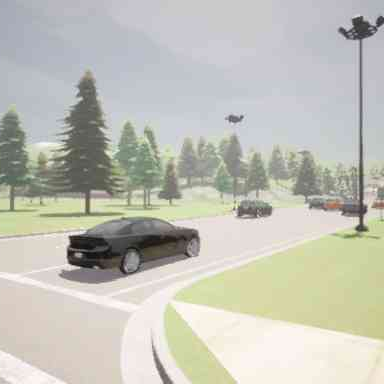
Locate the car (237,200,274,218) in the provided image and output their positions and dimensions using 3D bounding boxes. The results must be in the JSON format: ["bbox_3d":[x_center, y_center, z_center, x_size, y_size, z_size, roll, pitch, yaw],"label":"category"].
[{"bbox_3d":[6.239,1.530,32.463,2.097,1.767,4.553,0,0,37],"label":"car"}]

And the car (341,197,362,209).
[{"bbox_3d":[24.587,1.639,51.155,2.097,1.767,4.553,0,0,37],"label":"car"}]

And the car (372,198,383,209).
[{"bbox_3d":[29.247,1.644,51.366,2.097,1.767,4.553,0,0,37],"label":"car"}]

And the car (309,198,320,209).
[{"bbox_3d":[19.062,1.626,49.469,2.097,1.767,4.553,0,0,37],"label":"car"}]

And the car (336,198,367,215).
[{"bbox_3d":[17.570,1.693,35.864,2.128,1.511,4.902,0,0,37],"label":"car"}]

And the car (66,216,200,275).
[{"bbox_3d":[-1.627,1.536,10.916,1.882,1.535,5.008,-3,-2,35],"label":"car"}]

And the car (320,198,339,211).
[{"bbox_3d":[18.836,1.595,43.433,2.097,1.767,4.553,0,0,37],"label":"car"}]
